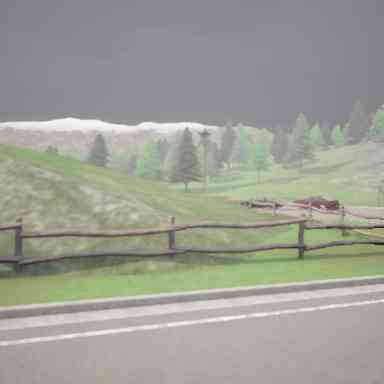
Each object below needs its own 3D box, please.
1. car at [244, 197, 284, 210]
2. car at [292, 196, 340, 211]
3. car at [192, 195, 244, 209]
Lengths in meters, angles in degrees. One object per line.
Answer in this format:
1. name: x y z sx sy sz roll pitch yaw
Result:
1. car: 7.470 1.191 36.151 1.895 1.301 4.718 0 1 -44
2. car: 12.948 1.145 35.168 1.882 1.535 5.008 0 1 -39
3. car: 2.477 1.079 36.125 5.357 1.411 2.033 1 1 40
